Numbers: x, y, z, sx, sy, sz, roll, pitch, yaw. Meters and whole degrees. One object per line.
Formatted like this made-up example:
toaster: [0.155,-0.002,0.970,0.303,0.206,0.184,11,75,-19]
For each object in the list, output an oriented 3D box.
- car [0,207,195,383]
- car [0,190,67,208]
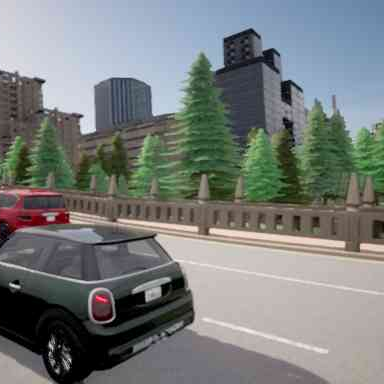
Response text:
car: [-2.235,1.318,5.581,4.553,1.767,2.097,1,1,36]
car: [-7.231,0.908,13.443,5.566,2.045,2.150,4,2,35]
